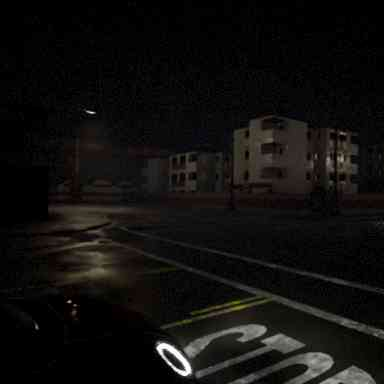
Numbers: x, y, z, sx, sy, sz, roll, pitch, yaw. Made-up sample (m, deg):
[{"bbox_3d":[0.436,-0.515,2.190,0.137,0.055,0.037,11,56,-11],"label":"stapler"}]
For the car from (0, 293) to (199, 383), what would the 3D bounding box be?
[{"bbox_3d":[-2.122,1.347,2.264,4.553,1.767,2.097,0,0,-35],"label":"car"}]
